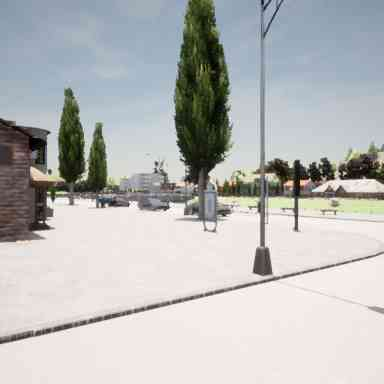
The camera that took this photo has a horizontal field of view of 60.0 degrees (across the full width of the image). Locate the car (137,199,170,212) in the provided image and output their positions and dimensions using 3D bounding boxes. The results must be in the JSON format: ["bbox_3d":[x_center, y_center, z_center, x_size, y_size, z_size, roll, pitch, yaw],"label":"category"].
[{"bbox_3d":[-4.737,1.548,40.051,2.033,1.411,5.357,0,0,-36],"label":"car"}]

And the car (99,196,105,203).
[{"bbox_3d":[-16.851,1.478,64.110,1.882,1.535,5.008,0,0,-36],"label":"car"}]

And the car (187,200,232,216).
[{"bbox_3d":[1.360,1.547,31.560,2.033,1.411,5.357,0,0,-36],"label":"car"}]

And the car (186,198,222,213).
[{"bbox_3d":[1.318,1.525,38.818,1.812,1.442,4.674,0,0,-36],"label":"car"}]

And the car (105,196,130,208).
[{"bbox_3d":[-10.602,1.564,48.271,1.994,1.385,4.181,0,0,-35],"label":"car"}]
